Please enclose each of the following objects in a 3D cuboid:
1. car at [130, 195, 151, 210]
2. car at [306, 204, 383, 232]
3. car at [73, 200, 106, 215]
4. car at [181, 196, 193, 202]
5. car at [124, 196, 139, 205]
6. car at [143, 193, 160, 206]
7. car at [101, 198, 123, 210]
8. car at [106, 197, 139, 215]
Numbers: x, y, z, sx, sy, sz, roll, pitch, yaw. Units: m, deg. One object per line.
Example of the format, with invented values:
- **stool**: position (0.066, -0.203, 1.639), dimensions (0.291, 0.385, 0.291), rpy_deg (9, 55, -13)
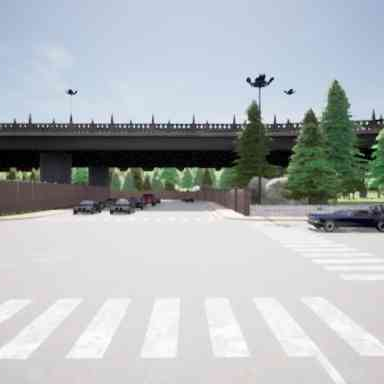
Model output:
- **car**: position (-6.977, 1.532, 43.252), dimensions (2.033, 1.411, 5.357), rpy_deg (0, 0, 0)
- **car**: position (9.050, 1.539, 18.973), dimensions (4.718, 1.301, 1.895), rpy_deg (0, 0, 1)
- **car**: position (-10.575, 1.552, 33.965), dimensions (1.994, 1.385, 4.181), rpy_deg (0, 0, 0)
- **car**: position (-1.064, 1.529, 72.110), dimensions (1.994, 1.385, 4.181), rpy_deg (0, 0, -15)
- **car**: position (-10.524, 1.506, 58.136), dimensions (1.812, 1.442, 4.674), rpy_deg (0, 0, 1)
- **car**: position (-6.972, 1.203, 53.348), dimensions (2.150, 2.045, 5.566), rpy_deg (0, 0, 0)
- **car**: position (-10.545, 1.510, 44.023), dimensions (1.812, 1.442, 4.674), rpy_deg (0, 0, 0)
- **car**: position (-7.039, 1.552, 34.024), dimensions (1.994, 1.385, 4.181), rpy_deg (0, 0, 0)
